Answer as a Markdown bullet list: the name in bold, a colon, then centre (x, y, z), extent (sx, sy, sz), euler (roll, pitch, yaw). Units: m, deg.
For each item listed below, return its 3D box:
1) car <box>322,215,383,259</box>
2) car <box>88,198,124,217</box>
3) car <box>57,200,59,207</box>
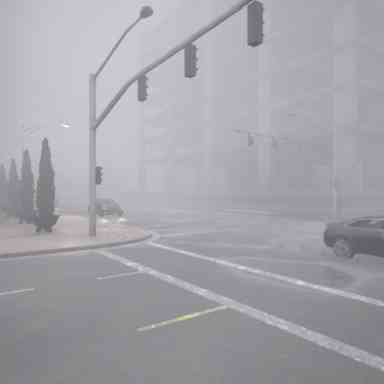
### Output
- **car**: centre (6.633, 1.519, 10.607), extent (2.128, 1.511, 4.902), euler (0, 0, -35)
- **car**: centre (-8.236, 1.401, 31.694), extent (2.097, 1.767, 4.553), euler (0, 0, -35)
- **car**: centre (-22.383, 1.159, 51.762), extent (2.150, 2.045, 5.566), euler (0, 0, -35)
